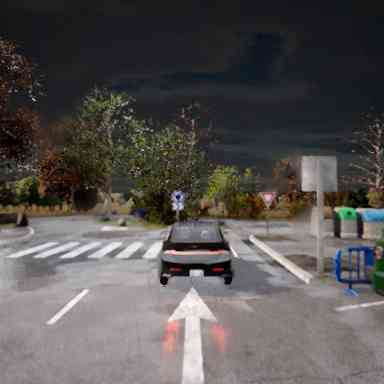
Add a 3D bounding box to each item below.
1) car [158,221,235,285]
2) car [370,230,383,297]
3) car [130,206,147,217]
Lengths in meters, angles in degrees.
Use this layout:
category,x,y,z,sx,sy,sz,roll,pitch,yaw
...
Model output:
category,x,y,z,sx,sy,sz,roll,pitch,yaw
car,0.098,1.601,9.779,2.128,1.511,4.902,0,-1,0
car,6.027,1.306,6.227,5.566,2.045,2.435,1,-1,-20
car,-4.332,2.044,36.980,5.008,1.535,1.882,2,-1,3
